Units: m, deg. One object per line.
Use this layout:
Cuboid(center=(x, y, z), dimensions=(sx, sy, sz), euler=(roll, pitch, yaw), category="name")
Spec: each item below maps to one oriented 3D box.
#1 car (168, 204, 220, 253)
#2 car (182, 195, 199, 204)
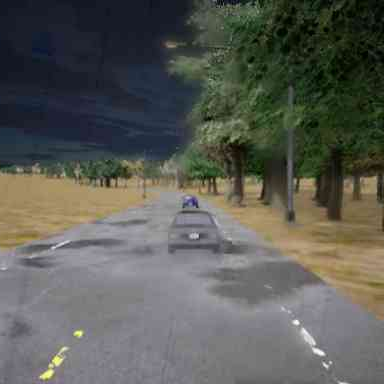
Cuboid(center=(0.054, 1.421, 13.052), dimensions=(2.033, 1.411, 5.357), euler=(0, 1, 0), category="car")
Cuboid(center=(-0.201, 1.123, 39.504), dimensions=(1.812, 1.442, 4.674), euler=(0, 1, -1), category="car")
